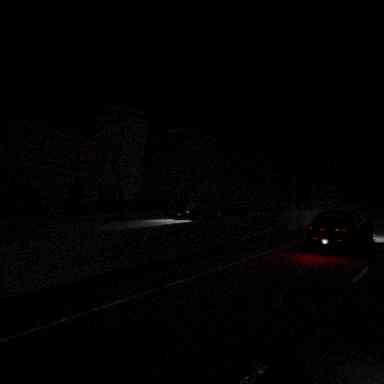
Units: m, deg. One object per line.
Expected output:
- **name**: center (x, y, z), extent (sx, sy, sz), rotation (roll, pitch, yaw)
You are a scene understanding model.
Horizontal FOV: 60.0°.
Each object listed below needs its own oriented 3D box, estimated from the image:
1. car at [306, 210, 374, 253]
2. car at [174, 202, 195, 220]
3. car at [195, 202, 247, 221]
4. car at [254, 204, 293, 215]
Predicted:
- **car**: center (6.343, 1.548, 14.087), extent (1.837, 1.490, 4.892), rotation (0, 0, 37)
- **car**: center (0.345, 1.621, 29.597), extent (1.812, 1.442, 4.674), rotation (0, 0, 37)
- **car**: center (2.659, 1.563, 26.862), extent (1.882, 1.535, 5.008), rotation (0, 0, 37)
- **car**: center (6.424, 1.644, 26.018), extent (1.994, 1.385, 4.181), rotation (0, 0, 38)
